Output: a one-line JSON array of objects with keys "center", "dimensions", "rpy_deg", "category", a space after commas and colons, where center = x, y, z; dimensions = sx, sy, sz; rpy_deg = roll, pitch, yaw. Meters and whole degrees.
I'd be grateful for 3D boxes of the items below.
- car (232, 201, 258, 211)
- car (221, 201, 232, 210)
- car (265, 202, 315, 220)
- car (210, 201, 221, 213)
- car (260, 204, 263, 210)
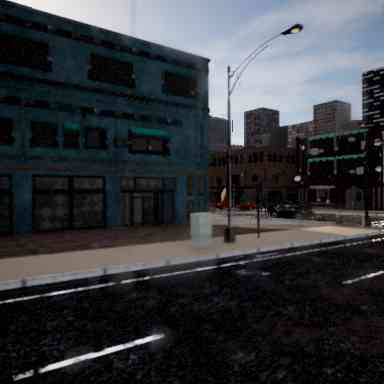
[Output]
[{"center": [8.076, 1.975, 46.888], "dimensions": [1.802, 1.307, 4.206], "rpy_deg": [-1, 0, -35], "category": "car"}, {"center": [4.867, 2.037, 51.396], "dimensions": [1.802, 1.307, 4.206], "rpy_deg": [-1, 0, -35], "category": "car"}, {"center": [9.198, 1.867, 30.650], "dimensions": [1.947, 1.339, 4.313], "rpy_deg": [-1, 0, -35], "category": "car"}, {"center": [1.247, 1.900, 42.025], "dimensions": [1.967, 1.590, 4.097], "rpy_deg": [-1, 0, -35], "category": "car"}, {"center": [11.285, 1.880, 42.378], "dimensions": [2.008, 1.369, 4.403], "rpy_deg": [-1, 0, -35], "category": "car"}]
